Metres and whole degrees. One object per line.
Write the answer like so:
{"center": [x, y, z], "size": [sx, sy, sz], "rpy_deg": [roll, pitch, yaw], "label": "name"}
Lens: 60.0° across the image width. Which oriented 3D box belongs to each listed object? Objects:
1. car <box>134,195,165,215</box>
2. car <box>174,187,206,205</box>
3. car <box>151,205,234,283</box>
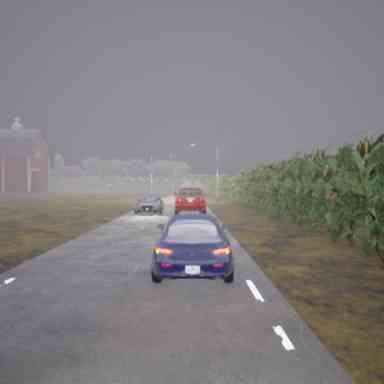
{"center": [-3.094, 0.941, 24.897], "size": [1.994, 1.385, 4.181], "rpy_deg": [0, 1, -1], "label": "car"}
{"center": [-0.152, 0.611, 24.447], "size": [2.150, 2.045, 5.566], "rpy_deg": [0, 1, -1], "label": "car"}
{"center": [0.021, 1.293, 8.816], "size": [1.812, 1.442, 4.674], "rpy_deg": [0, 1, 0], "label": "car"}
